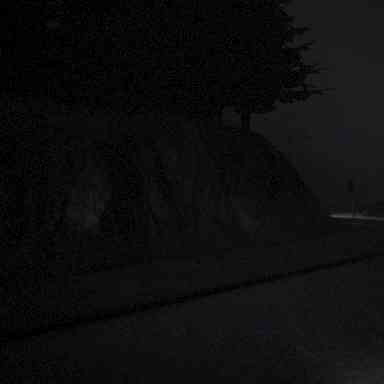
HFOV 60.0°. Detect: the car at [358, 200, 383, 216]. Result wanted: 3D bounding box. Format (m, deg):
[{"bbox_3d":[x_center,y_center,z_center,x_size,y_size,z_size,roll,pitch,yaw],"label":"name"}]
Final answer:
[{"bbox_3d":[17.948,1.505,30.763,1.837,1.490,4.892,-1,0,-34],"label":"car"}]
